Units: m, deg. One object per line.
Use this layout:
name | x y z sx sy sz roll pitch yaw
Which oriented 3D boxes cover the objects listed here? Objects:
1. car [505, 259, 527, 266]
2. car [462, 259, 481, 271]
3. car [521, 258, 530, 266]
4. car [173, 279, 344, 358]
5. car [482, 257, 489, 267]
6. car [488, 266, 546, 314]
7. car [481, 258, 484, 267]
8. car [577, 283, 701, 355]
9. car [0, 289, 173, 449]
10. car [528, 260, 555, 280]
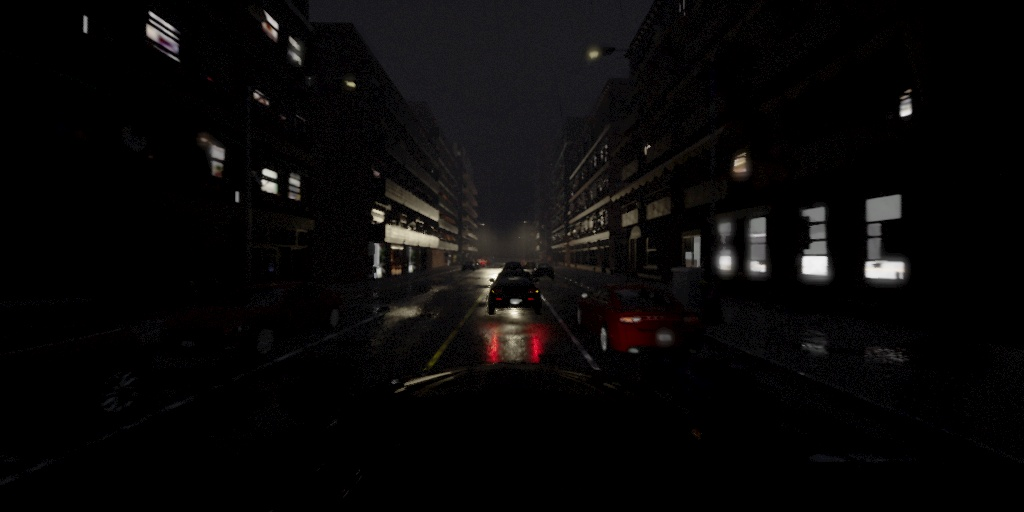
car | 0.093 1.269 31.575 1.837 1.490 4.892 0 0 0
car | -5.702 1.321 47.988 2.007 1.370 4.403 0 0 0
car | 2.678 1.298 53.793 1.751 1.417 4.829 0 0 0
car | -5.693 1.298 8.536 1.888 1.381 4.507 0 0 0
car | -5.706 1.322 64.898 1.888 1.381 4.507 0 0 0
car | 0.098 1.282 13.760 1.812 1.442 4.674 0 0 0
car | -5.704 1.323 53.625 2.007 1.370 4.403 0 0 0
car | 2.687 1.299 8.533 1.888 1.381 4.507 0 0 0
car | -5.692 1.190 2.898 1.967 1.591 4.097 0 0 0
car | 2.683 1.315 31.078 2.007 1.370 4.403 0 0 0
